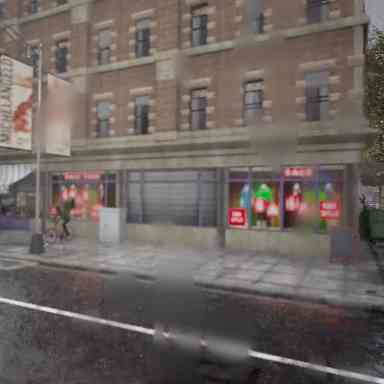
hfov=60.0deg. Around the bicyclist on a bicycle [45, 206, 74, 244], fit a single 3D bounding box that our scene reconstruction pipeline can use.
[{"bbox_3d":[-5.821,1.434,14.716,0.582,1.620,1.656,0,-1,25],"label":"bicyclist on a bicycle"}]
